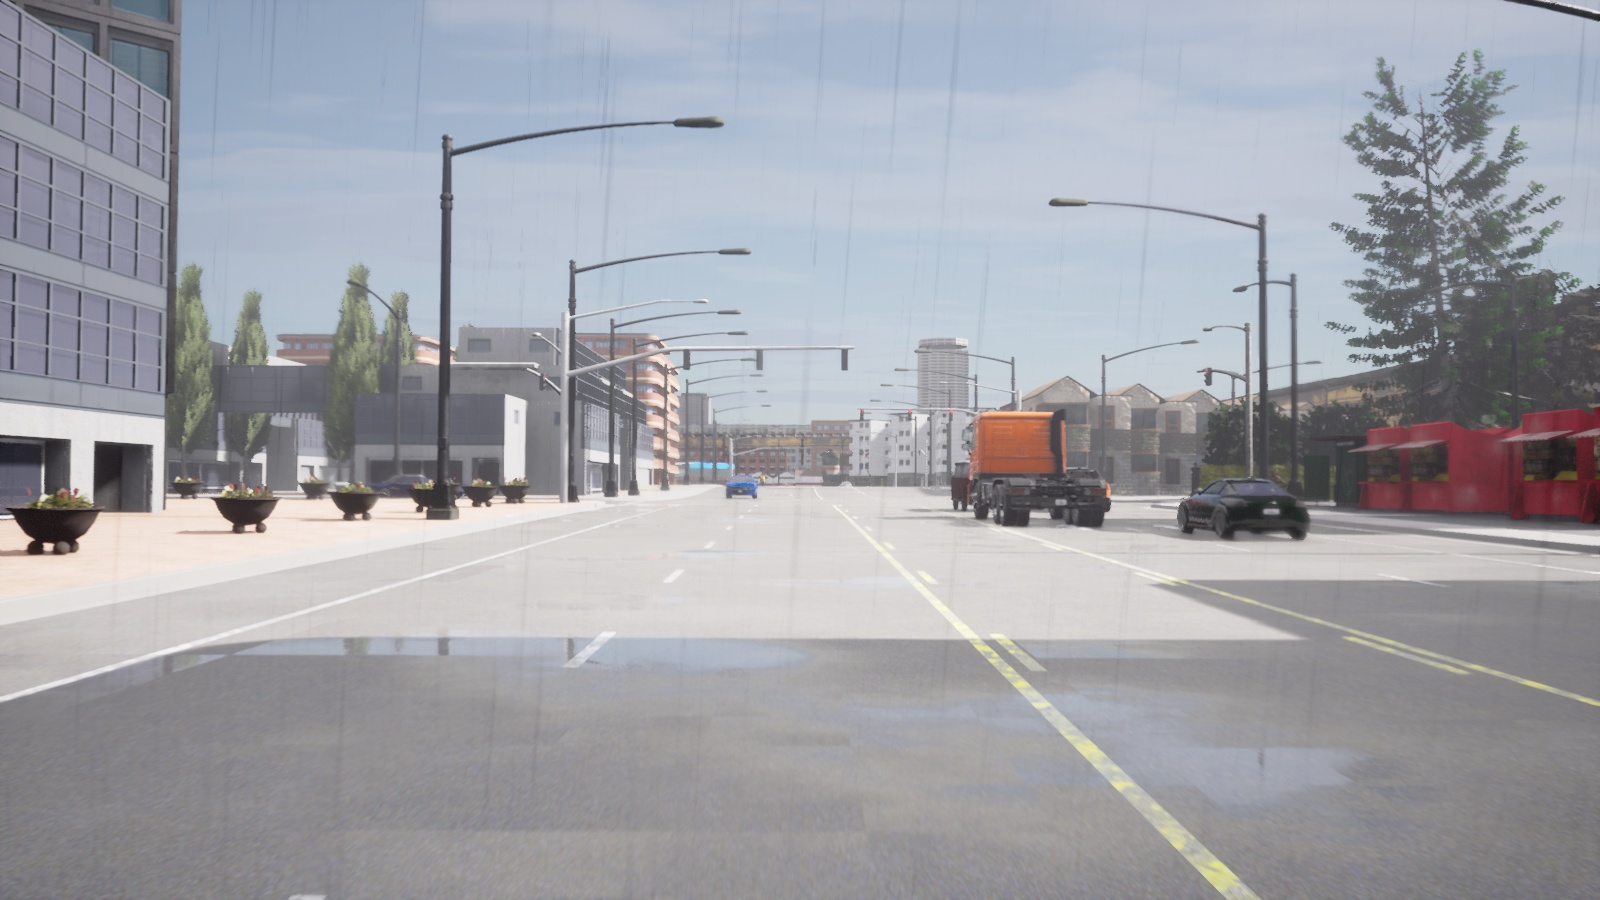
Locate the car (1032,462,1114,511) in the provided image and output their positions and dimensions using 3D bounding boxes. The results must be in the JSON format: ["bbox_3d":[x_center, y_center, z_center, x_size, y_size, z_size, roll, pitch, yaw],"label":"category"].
[{"bbox_3d":[10.385,1.365,48.098,2.097,1.767,4.553,0,-1,0],"label":"car"}]

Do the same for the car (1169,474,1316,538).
[{"bbox_3d":[10.429,1.276,29.934,1.994,1.385,4.181,0,-1,0],"label":"car"}]

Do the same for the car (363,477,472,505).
[{"bbox_3d":[-18.508,1.996,60.898,4.718,1.301,1.895,0,-2,0],"label":"car"}]

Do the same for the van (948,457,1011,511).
[{"bbox_3d":[6.883,1.283,48.430,1.775,1.987,4.442,0,-1,0],"label":"van"}]

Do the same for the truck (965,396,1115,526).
[{"bbox_3d":[6.908,0.354,37.354,2.891,3.462,7.936,0,-1,0],"label":"truck"}]

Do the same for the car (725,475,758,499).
[{"bbox_3d":[-3.691,2.361,80.475,1.882,1.535,5.008,0,-1,0],"label":"car"}]
